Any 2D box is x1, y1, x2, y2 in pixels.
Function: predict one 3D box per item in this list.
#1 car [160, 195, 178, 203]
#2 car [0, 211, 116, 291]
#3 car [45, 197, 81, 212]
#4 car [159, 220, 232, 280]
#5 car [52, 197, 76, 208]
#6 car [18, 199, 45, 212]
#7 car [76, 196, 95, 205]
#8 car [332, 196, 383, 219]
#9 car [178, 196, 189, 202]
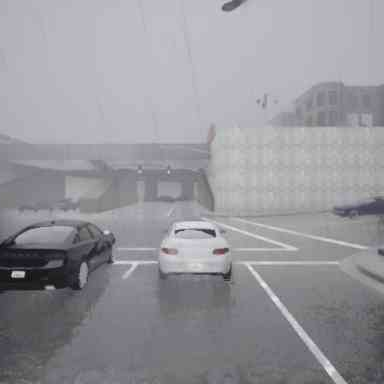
[{"bbox_3d":[-4.860,1.582,70.309,1.994,1.385,4.181,0,0,6],"label":"car"},{"bbox_3d":[-3.425,1.496,9.018,1.882,1.535,5.008,0,-1,0],"label":"car"},{"bbox_3d":[-14.859,1.541,38.568,1.812,1.442,4.674,0,0,-2],"label":"car"},{"bbox_3d":[0.062,1.550,9.813,1.812,1.442,4.674,0,-1,-1],"label":"car"},{"bbox_3d":[-18.621,1.525,48.637,1.837,1.490,4.892,0,0,-1],"label":"car"},{"bbox_3d":[-18.377,1.563,39.155,2.033,1.411,5.357,0,0,-2],"label":"car"},{"bbox_3d":[-18.847,1.502,59.086,1.882,1.535,5.008,0,0,-1],"label":"car"},{"bbox_3d":[12.231,1.022,22.970,4.718,1.301,1.895,-6,0,0],"label":"car"},{"bbox_3d":[-2.314,1.586,79.816,1.994,1.385,4.181,0,0,28],"label":"car"}]
